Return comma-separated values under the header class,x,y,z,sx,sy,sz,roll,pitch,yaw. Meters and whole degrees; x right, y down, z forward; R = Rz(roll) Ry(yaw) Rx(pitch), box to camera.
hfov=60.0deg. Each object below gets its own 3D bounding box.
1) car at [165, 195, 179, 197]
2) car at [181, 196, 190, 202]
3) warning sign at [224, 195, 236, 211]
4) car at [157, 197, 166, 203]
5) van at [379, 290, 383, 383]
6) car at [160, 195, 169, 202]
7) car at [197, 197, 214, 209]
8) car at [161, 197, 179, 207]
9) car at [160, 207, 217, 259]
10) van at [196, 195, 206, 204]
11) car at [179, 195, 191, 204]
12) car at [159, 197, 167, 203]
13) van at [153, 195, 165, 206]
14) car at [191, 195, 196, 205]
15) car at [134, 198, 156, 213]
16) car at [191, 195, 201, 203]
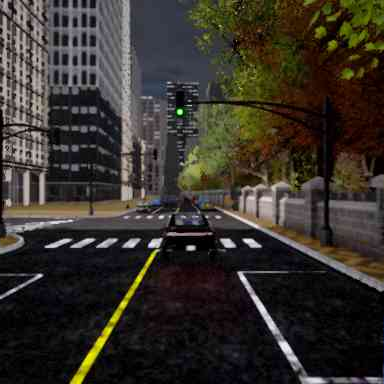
class,x,y,z,sx,sy,sz,roll,pitch,yaw
car,-4.052,1.839,70.027,2.128,1.511,4.902,0,0,-2
car,-1.689,1.729,79.940,2.033,1.411,5.357,0,0,-3
warning sign,4.517,1.304,39.955,1.300,1.860,1.060,0,0,-1
car,-7.071,1.894,77.933,1.887,1.381,4.507,0,0,-2
van,2.563,1.349,1.483,1.690,1.788,3.998,0,0,0
car,-7.826,1.729,94.561,2.192,1.841,5.009,0,0,-3
car,2.018,1.737,45.199,1.752,1.417,4.829,0,0,-1
car,-3.615,1.854,54.436,1.895,1.301,4.718,0,0,-1
car,-0.196,1.555,12.851,2.128,1.511,4.902,0,0,-4
van,1.882,1.577,50.573,1.690,1.788,3.998,0,0,-2
car,-1.295,1.834,69.933,1.812,1.442,4.674,0,0,-2
car,-7.308,1.953,83.478,1.802,1.307,4.206,0,0,-3
van,-6.463,1.623,61.303,1.690,1.788,3.998,0,0,-2
car,1.362,1.832,67.367,1.752,1.417,4.829,0,0,-2
car,-5.729,1.737,39.129,2.008,1.369,4.403,0,0,-1
car,0.946,1.665,78.287,2.192,1.841,5.009,0,0,-2
